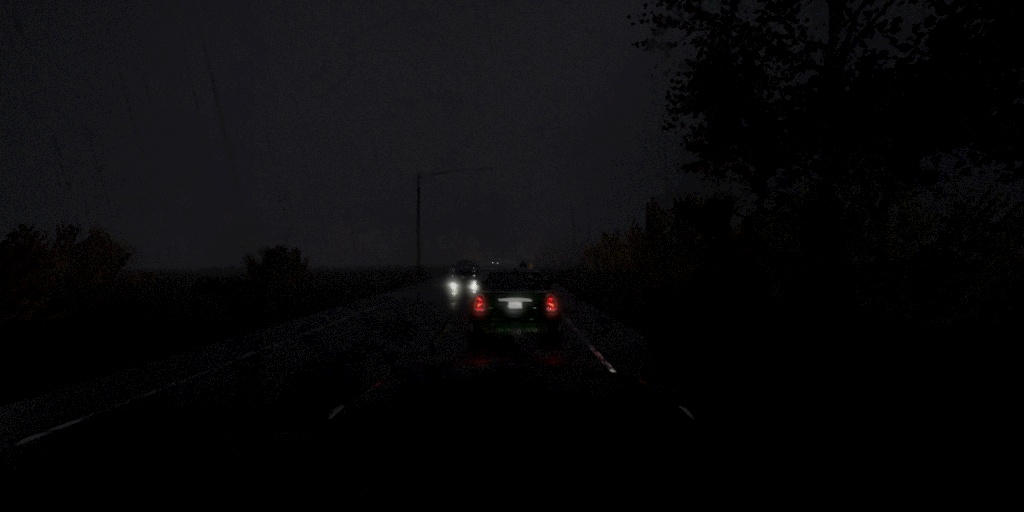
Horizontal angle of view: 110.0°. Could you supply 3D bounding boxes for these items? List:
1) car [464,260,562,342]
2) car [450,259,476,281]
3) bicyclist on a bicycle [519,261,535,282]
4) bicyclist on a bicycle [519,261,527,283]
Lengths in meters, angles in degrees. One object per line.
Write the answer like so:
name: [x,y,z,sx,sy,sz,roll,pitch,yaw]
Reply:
car: [0.072,1.092,9.893,2.097,1.767,4.553,0,0,0]
car: [-3.743,1.067,29.443,2.097,1.767,4.553,0,0,0]
bicyclist on a bicycle: [0.903,1.166,17.238,0.866,1.612,1.509,0,0,0]
bicyclist on a bicycle: [0.840,1.170,27.354,0.582,1.620,1.656,0,0,0]
